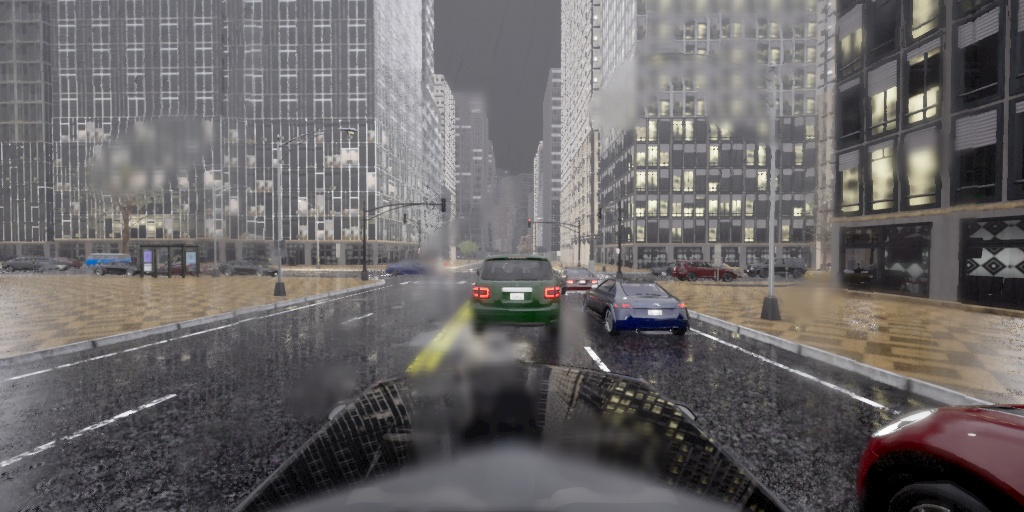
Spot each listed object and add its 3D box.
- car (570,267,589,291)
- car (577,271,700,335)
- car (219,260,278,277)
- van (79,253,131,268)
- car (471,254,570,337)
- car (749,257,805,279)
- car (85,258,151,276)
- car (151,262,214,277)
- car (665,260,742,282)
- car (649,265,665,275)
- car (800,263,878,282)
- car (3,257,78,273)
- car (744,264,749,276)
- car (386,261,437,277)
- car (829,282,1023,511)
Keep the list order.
[{"bbox_3d":[3.390,1.288,19.750,2.033,1.411,5.357,0,0,0],"label":"car"},{"bbox_3d":[3.374,1.310,10.508,1.994,1.385,4.181,0,0,-1],"label":"car"},{"bbox_3d":[-22.670,1.174,31.150,4.313,1.339,1.948,0,0,1],"label":"car"},{"bbox_3d":[-45.208,0.605,40.163,3.998,1.789,1.690,0,0,1],"label":"van"},{"bbox_3d":[0.117,0.967,10.415,2.150,2.045,5.566,0,0,0],"label":"car"},{"bbox_3d":[26.563,1.172,36.122,5.566,2.045,2.150,1,1,1],"label":"car"},{"bbox_3d":[-34.035,1.069,31.480,4.313,1.339,1.948,0,0,1],"label":"car"},{"bbox_3d":[-28.354,1.138,31.295,4.207,1.307,1.802,0,0,1],"label":"car"},{"bbox_3d":[16.253,1.269,30.542,5.009,1.841,2.192,0,0,1],"label":"car"},{"bbox_3d":[16.486,1.367,36.343,4.892,1.490,1.837,0,1,-1],"label":"car"},{"bbox_3d":[27.701,1.578,30.322,4.829,1.417,1.751,0,0,1],"label":"car"},{"bbox_3d":[-45.577,0.847,34.399,4.902,1.511,2.128,0,1,2],"label":"car"},{"bbox_3d":[18.477,1.424,33.078,4.902,1.511,2.128,0,1,1],"label":"car"},{"bbox_3d":[-9.380,1.209,33.566,4.674,1.442,1.812,0,1,1],"label":"car"},{"bbox_3d":[3.344,1.103,0.464,2.097,1.767,4.553,0,0,0],"label":"car"}]
